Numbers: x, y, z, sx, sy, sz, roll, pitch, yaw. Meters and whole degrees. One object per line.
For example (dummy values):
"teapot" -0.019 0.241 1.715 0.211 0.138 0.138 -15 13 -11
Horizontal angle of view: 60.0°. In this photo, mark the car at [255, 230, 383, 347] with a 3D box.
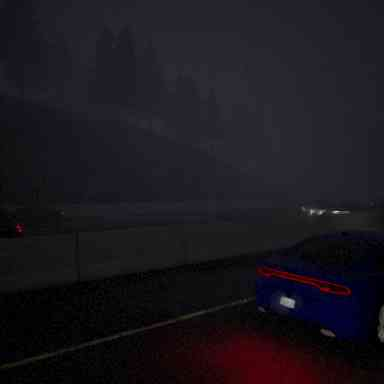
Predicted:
"car" 3.372 1.481 6.439 5.008 1.535 1.882 0 0 -38

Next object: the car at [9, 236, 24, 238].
"car" -8.196 1.373 11.152 4.553 1.767 2.097 0 0 -36
